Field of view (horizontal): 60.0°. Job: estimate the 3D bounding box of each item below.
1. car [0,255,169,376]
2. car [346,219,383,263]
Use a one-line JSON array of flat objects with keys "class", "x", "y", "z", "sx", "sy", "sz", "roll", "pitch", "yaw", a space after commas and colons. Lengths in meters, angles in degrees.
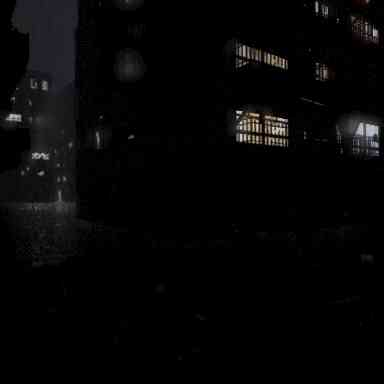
[{"class": "car", "x": -2.301, "y": 1.579, "z": 4.468, "sx": 4.206, "sy": 1.307, "sz": 1.802, "roll": 0, "pitch": -1, "yaw": -35}, {"class": "car", "x": 6.901, "y": 1.562, "z": 11.032, "sx": 4.313, "sy": 1.339, "sz": 1.947, "roll": 0, "pitch": -1, "yaw": -35}]
